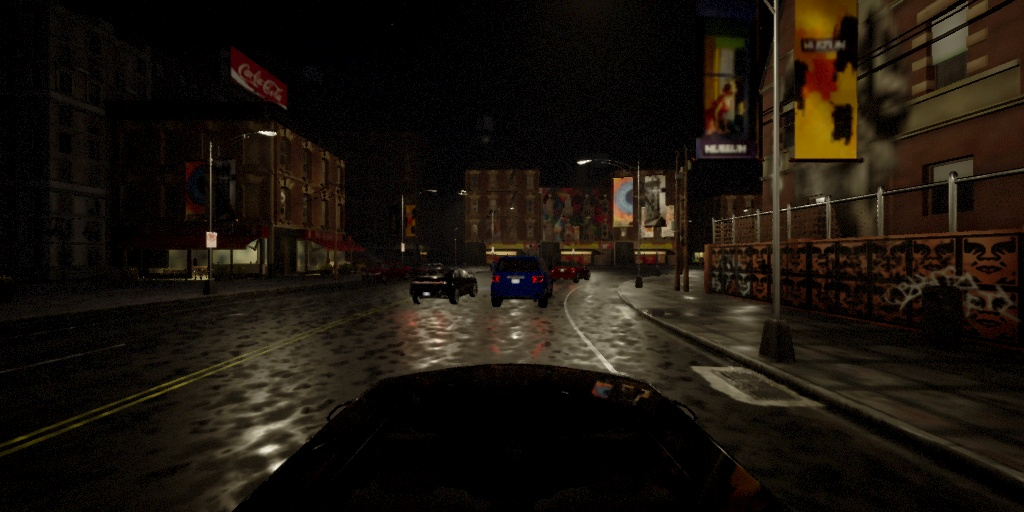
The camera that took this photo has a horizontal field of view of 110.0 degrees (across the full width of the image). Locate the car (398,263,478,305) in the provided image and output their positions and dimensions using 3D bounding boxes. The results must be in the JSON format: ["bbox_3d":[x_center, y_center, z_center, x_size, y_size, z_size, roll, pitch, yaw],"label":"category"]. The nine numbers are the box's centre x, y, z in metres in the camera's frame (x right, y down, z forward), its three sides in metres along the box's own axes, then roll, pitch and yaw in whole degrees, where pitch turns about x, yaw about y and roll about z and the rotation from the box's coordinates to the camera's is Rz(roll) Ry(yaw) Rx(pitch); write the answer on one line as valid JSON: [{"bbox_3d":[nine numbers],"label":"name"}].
[{"bbox_3d":[-2.901,1.245,16.188,2.128,1.511,4.902,0,0,9],"label":"car"}]

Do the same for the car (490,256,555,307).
[{"bbox_3d":[0.559,1.008,15.660,2.150,2.045,5.566,0,0,9],"label":"car"}]

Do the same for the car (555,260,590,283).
[{"bbox_3d":[4.659,1.116,28.281,2.097,1.767,4.553,0,0,27],"label":"car"}]
